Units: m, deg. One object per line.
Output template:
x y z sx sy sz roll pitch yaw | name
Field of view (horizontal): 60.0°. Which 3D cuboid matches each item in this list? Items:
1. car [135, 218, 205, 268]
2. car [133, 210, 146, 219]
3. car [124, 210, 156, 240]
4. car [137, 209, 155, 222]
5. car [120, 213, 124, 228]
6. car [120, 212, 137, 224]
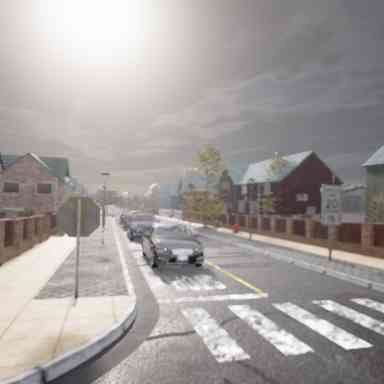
-0.893 2.002 13.327 2.128 1.511 4.902 2 -3 -14 | car
-9.191 3.913 58.235 1.837 1.490 4.892 2 -3 -14 | car
-3.227 2.242 22.602 2.097 1.767 4.553 2 -3 -14 | car
-6.751 3.362 48.595 2.097 1.767 4.553 2 -3 -14 | car
-5.624 2.880 32.092 1.895 1.301 4.718 2 -3 -14 | car
-8.005 3.273 41.684 1.895 1.301 4.718 2 -3 -14 | car
